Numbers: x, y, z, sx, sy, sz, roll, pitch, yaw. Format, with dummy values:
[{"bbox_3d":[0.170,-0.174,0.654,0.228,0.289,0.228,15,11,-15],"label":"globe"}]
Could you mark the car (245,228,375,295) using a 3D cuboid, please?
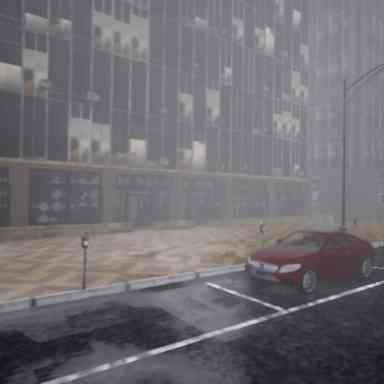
[{"bbox_3d":[3.304,1.663,8.909,4.206,1.307,1.802,1,0,-36],"label":"car"}]
